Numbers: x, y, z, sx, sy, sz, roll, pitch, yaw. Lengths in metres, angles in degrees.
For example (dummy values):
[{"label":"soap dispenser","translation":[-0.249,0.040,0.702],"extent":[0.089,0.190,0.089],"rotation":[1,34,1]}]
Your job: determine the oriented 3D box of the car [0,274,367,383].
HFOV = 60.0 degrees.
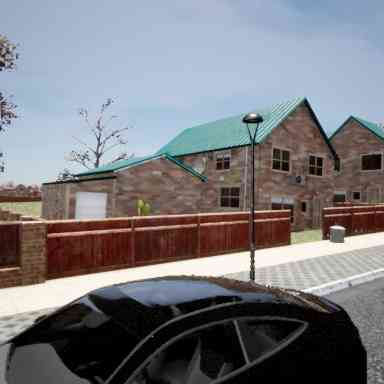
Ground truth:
[{"label":"car","translation":[-0.395,1.527,2.666],"extent":[4.674,1.442,1.812],"rotation":[0,0,-36]}]
